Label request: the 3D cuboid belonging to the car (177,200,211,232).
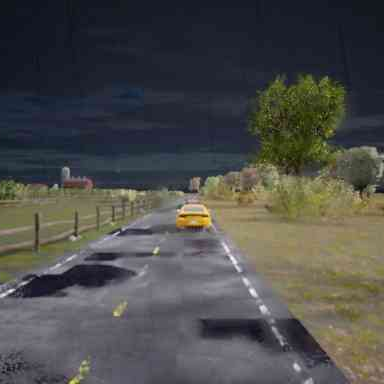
[{"bbox_3d":[0.098,1.498,20.387,1.882,1.535,5.008,0,0,0],"label":"car"}]
